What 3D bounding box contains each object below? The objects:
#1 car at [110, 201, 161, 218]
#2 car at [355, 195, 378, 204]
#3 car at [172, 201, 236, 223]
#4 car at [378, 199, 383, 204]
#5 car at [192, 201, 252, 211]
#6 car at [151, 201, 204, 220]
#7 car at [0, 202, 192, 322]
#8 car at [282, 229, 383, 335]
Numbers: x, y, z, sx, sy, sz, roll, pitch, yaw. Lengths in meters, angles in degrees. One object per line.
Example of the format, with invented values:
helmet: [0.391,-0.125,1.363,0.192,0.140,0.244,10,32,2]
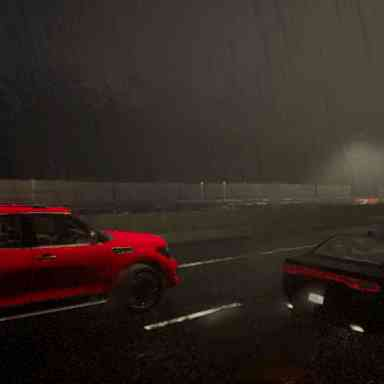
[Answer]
car: [-5.139,1.568,30.405,4.181,1.385,1.994,0,0,-35]
car: [28.624,1.378,54.373,4.553,1.767,2.097,0,0,-35]
car: [1.009,1.508,26.191,4.892,1.490,1.837,0,0,-35]
car: [31.740,1.532,52.294,4.892,1.490,1.837,0,0,-35]
car: [2.064,1.494,22.647,4.902,1.511,2.128,0,0,-35]
car: [-1.260,1.568,28.871,4.181,1.385,1.994,0,0,-35]
car: [-2.945,1.222,5.945,5.566,2.045,2.150,0,0,-35]
car: [3.916,1.477,6.530,5.008,1.535,1.882,0,0,-35]
